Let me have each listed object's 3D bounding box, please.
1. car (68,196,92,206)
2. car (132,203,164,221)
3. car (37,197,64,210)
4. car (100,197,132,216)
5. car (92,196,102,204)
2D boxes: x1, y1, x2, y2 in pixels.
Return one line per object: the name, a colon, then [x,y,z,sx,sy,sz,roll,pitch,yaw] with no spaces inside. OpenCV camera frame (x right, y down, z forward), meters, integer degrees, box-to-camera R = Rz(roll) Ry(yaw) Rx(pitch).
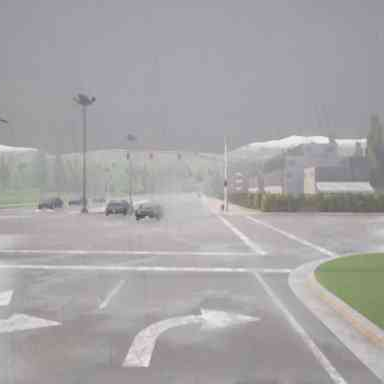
car: [-18.533,1.459,54.305,1.882,1.535,5.008,0,0,1]
car: [-3.386,1.591,27.429,1.895,1.301,4.718,0,0,0]
car: [-18.555,1.490,43.846,1.837,1.490,4.892,0,0,0]
car: [-6.885,1.480,31.874,2.128,1.511,4.902,0,0,0]
car: [-18.452,1.503,65.622,1.812,1.442,4.674,0,0,1]
